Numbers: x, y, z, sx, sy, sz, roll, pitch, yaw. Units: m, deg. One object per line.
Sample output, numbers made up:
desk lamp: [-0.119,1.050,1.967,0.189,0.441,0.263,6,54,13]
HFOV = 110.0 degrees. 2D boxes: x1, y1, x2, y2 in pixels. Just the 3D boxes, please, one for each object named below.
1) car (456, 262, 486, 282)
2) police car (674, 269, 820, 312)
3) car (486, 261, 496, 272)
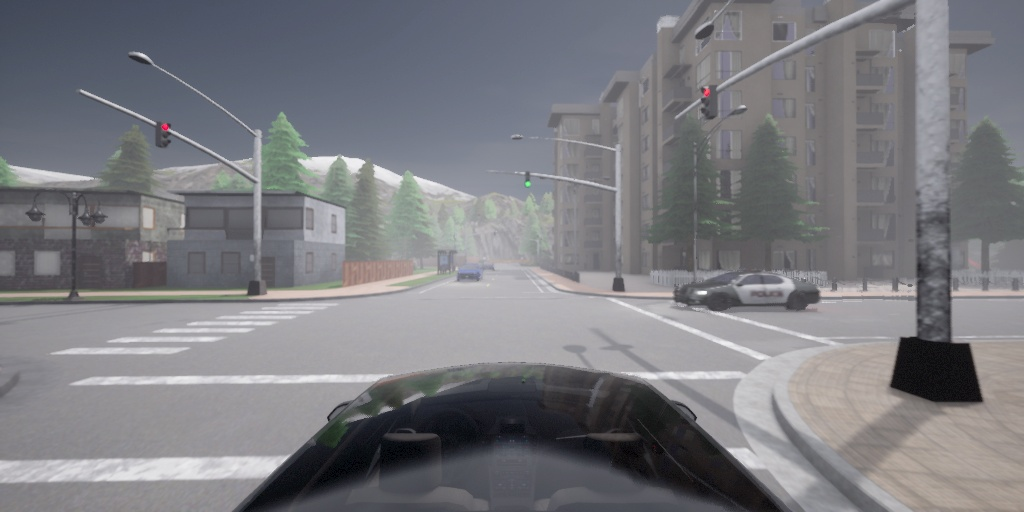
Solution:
car: [-3.574,1.367,30.975,1.882,1.535,5.008,0,0,0]
police car: [9.081,1.330,14.187,4.974,1.542,2.038,0,0,-3]
car: [-3.517,1.517,52.934,1.812,1.442,4.674,0,-1,1]
